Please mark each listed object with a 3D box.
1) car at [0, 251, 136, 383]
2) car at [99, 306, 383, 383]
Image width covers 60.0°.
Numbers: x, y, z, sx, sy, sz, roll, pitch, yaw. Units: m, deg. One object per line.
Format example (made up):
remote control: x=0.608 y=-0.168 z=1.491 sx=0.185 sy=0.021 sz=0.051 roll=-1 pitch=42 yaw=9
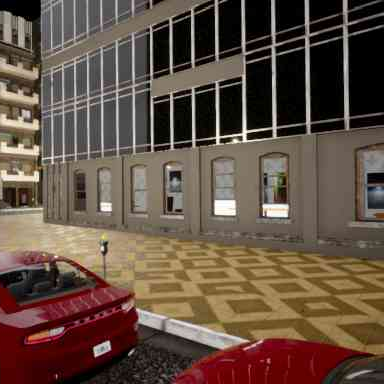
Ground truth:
car: x=-2.774 y=1.546 z=4.869 sx=4.507 sy=1.381 sz=1.887 roll=0 pitch=-1 yaw=36
car: x=1.796 y=1.545 z=1.603 sx=4.507 sy=1.381 sz=1.887 roll=0 pitch=-1 yaw=36
